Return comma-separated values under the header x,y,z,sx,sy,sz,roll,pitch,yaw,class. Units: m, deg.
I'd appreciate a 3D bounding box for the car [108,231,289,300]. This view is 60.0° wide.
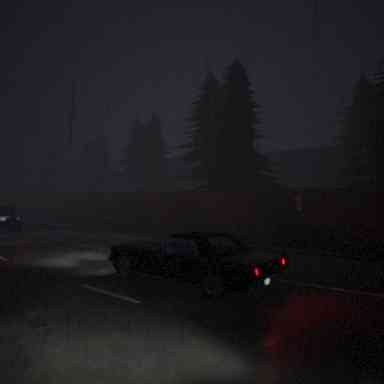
x,y,z,sx,sy,sz,roll,pitch,yaw,class
-0.071,1.688,8.668,4.718,1.301,1.895,-1,-1,39,car

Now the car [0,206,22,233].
x,y,z,sx,sy,sz,roll,pitch,yaw,class
-12.377,1.657,21.072,2.097,1.767,4.553,0,-1,-40,car
